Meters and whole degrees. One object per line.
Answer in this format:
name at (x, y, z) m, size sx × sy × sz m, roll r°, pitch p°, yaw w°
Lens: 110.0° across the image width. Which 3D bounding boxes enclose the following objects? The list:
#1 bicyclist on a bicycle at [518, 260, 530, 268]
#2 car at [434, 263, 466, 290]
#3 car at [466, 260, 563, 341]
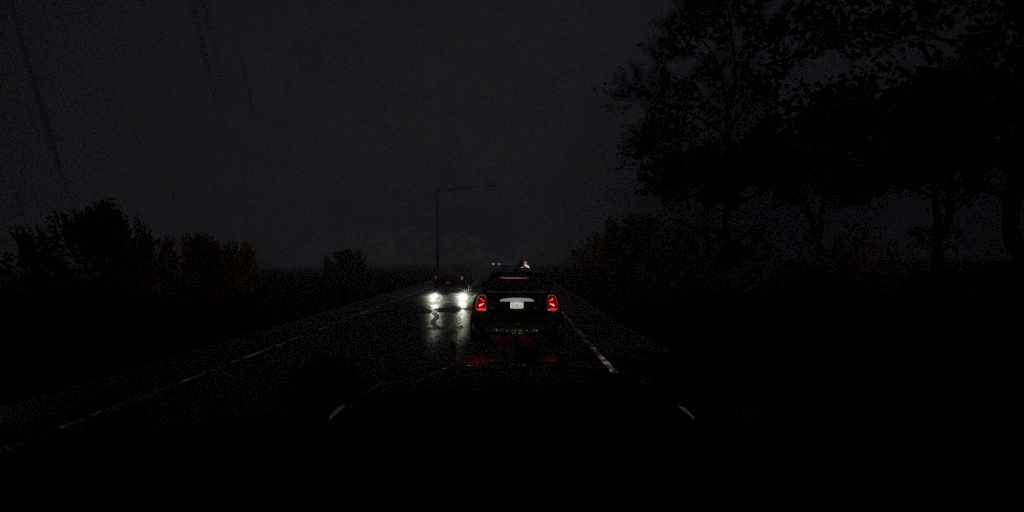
bicyclist on a bicycle at (0.960, 1.177, 25.791) m, size 0.866 × 1.612 × 1.509 m, roll 0°, pitch 0°, yaw 1°
car at (-3.598, 1.220, 22.576) m, size 1.882 × 1.535 × 5.008 m, roll 0°, pitch 0°, yaw 0°
car at (0.108, 1.099, 9.968) m, size 2.097 × 1.767 × 4.553 m, roll 0°, pitch 0°, yaw 0°
